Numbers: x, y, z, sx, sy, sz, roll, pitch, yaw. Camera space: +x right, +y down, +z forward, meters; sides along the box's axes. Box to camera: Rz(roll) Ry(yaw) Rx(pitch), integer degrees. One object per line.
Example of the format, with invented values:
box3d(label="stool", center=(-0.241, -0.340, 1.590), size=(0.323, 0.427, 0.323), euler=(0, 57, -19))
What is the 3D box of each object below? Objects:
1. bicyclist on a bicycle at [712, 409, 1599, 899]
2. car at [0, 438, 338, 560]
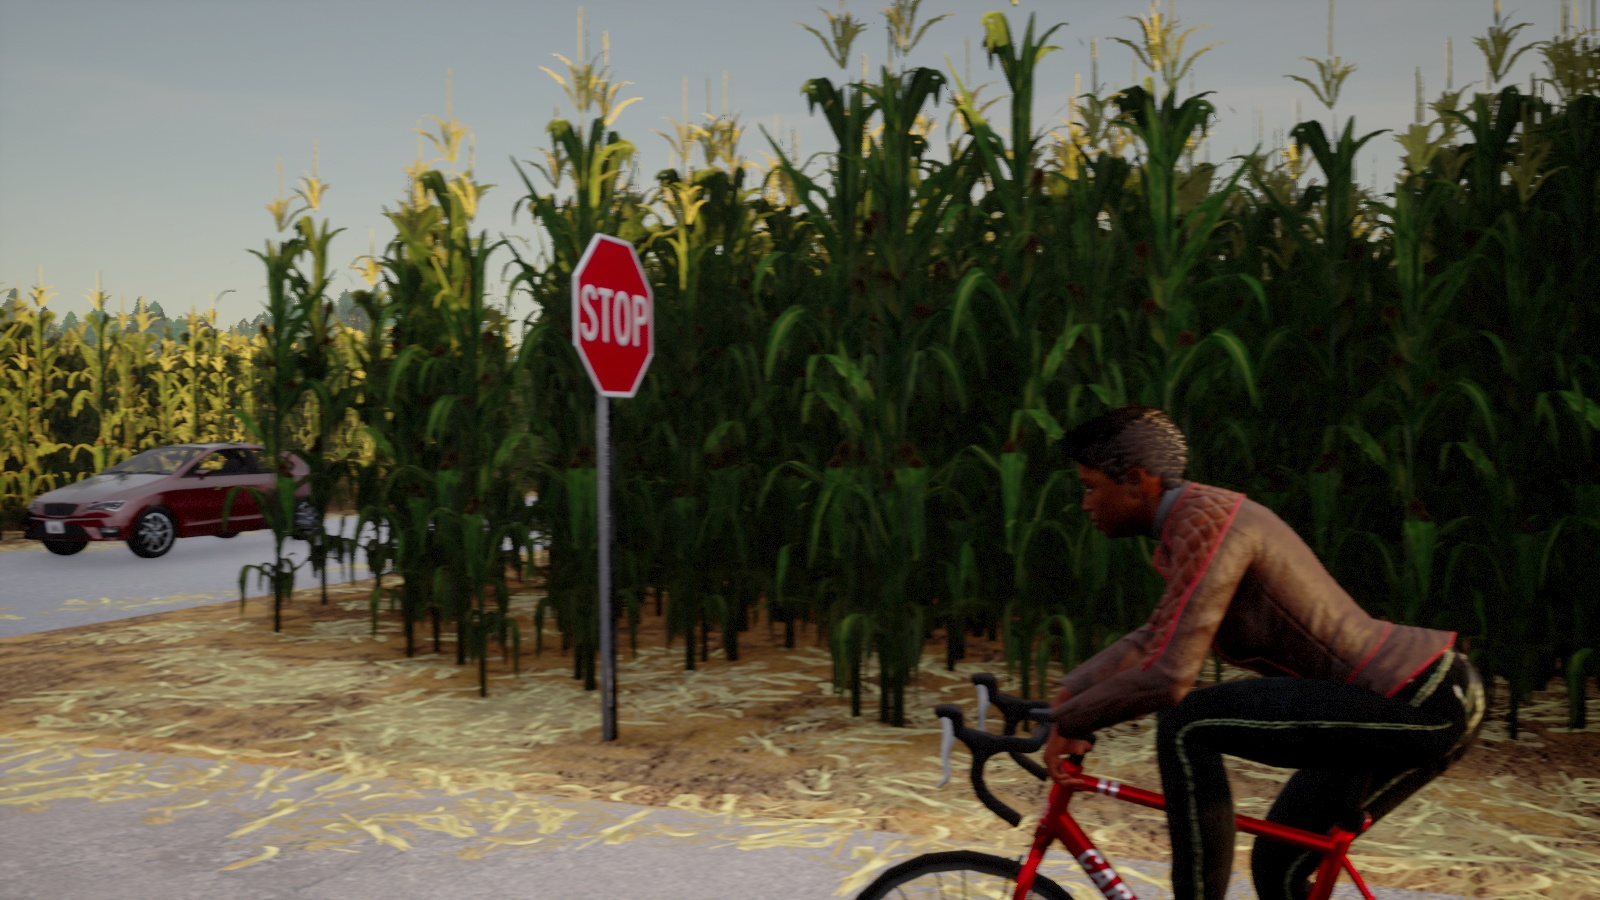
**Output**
box3d(label="bicyclist on a bicycle", center=(0.702, 0.739, 2.564), size=(1.656, 1.620, 0.582), euler=(0, 1, 20))
box3d(label="car", center=(-8.686, 0.578, 17.655), size=(1.816, 1.474, 4.193), euler=(0, 1, 20))
